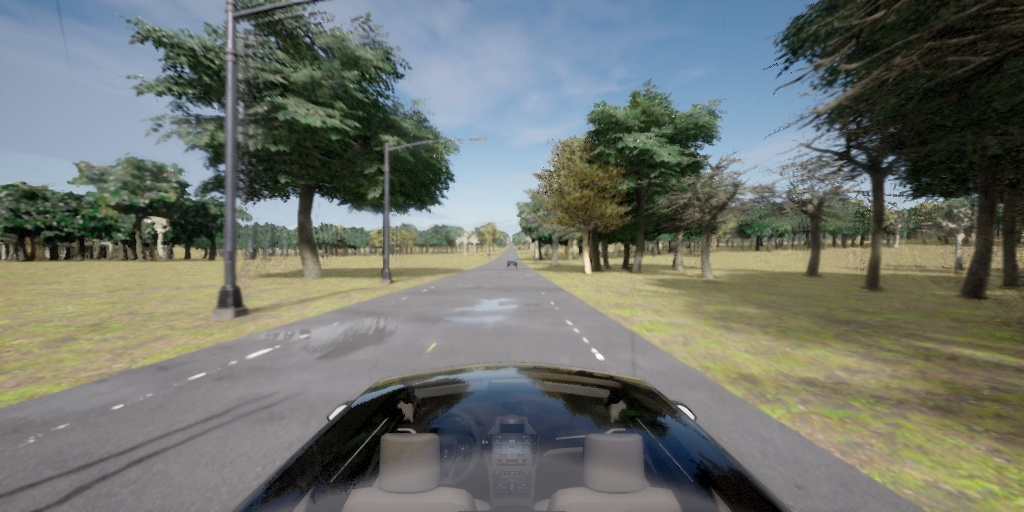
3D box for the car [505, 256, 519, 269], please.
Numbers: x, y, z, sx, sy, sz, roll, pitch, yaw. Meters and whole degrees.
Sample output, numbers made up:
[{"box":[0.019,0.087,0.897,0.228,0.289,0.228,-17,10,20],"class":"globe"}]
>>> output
[{"box":[-0.004,1.210,56.860,1.837,1.490,4.892,0,0,0],"class":"car"}]
